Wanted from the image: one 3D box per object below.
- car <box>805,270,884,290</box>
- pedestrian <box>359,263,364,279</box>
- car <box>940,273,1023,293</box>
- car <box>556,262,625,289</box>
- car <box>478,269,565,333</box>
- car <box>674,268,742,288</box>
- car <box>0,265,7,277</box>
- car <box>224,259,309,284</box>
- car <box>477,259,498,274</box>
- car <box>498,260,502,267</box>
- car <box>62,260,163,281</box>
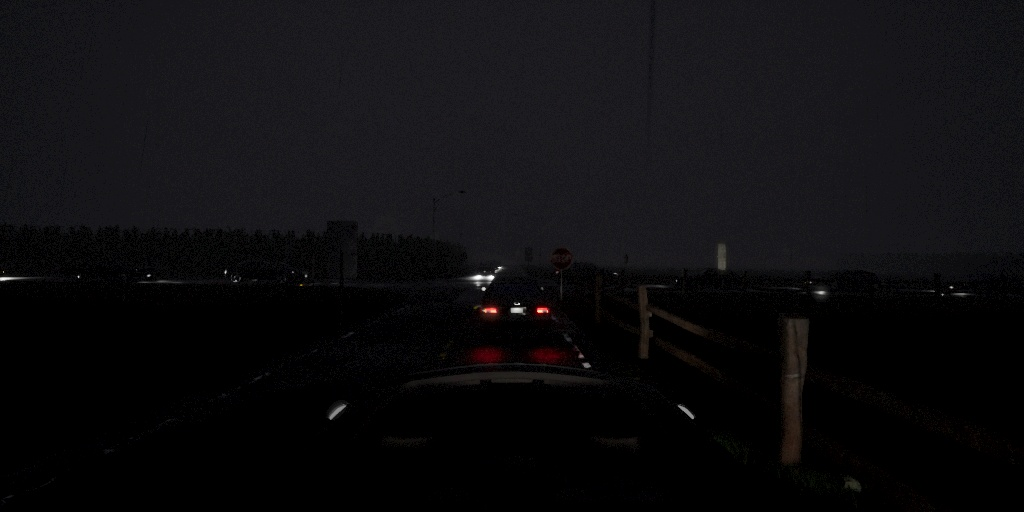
[{"bbox_3d":[24.323,1.734,26.314,4.892,1.490,1.837,1,-1,0],"label":"car"},{"bbox_3d":[-12.229,1.171,29.155,0.375,1.300,0.375,0,-2,0],"label":"pedestrian"},{"bbox_3d":[34.956,1.968,26.360,5.357,1.411,2.033,1,-1,0],"label":"car"},{"bbox_3d":[5.255,1.222,24.253,4.553,1.767,2.097,1,-1,23],"label":"car"},{"bbox_3d":[0.045,1.299,10.762,2.033,1.411,5.357,0,0,-1],"label":"car"},{"bbox_3d":[14.378,1.576,26.261,4.674,1.442,1.812,1,-1,0],"label":"car"},{"bbox_3d":[-35.632,0.699,23.070,4.181,1.385,1.994,1,-1,0],"label":"car"},{"bbox_3d":[-15.702,0.978,23.125,4.902,1.511,2.128,1,-1,1],"label":"car"},{"bbox_3d":[-2.928,1.358,40.552,1.895,1.301,4.718,0,0,0],"label":"car"},{"bbox_3d":[-2.948,1.306,52.353,2.033,1.411,5.357,0,0,0],"label":"car"},{"bbox_3d":[-25.611,0.912,23.113,4.718,1.301,1.895,1,-1,0],"label":"car"}]
